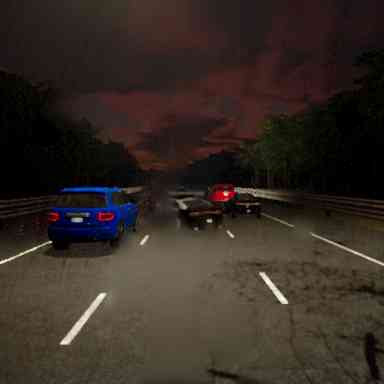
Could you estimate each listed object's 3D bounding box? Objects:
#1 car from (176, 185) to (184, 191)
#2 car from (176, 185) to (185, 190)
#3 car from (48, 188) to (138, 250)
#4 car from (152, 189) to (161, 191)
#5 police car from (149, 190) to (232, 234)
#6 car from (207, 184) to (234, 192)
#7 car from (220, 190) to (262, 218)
[{"bbox_3d":[-3.152,-1.010,85.972,1.882,1.535,5.008,0,2,-4],"label":"car"},{"bbox_3d":[-2.502,-0.678,76.420,2.033,1.411,5.357,0,2,-4],"label":"car"},{"bbox_3d":[-3.455,0.843,12.596,2.150,2.045,5.566,0,2,-1],"label":"car"},{"bbox_3d":[-4.015,0.402,38.871,2.033,1.411,5.357,0,2,-2],"label":"car"},{"bbox_3d":[-0.498,0.941,16.150,1.930,1.638,5.238,-2,3,-29],"label":"police car"},{"bbox_3d":[3.013,0.244,32.986,2.150,2.045,5.566,0,2,-2],"label":"car"},{"bbox_3d":[3.279,0.839,21.892,2.128,1.511,4.902,0,2,-1],"label":"car"}]
